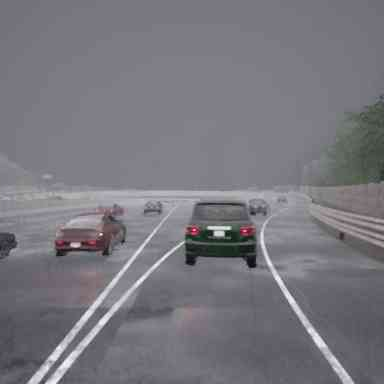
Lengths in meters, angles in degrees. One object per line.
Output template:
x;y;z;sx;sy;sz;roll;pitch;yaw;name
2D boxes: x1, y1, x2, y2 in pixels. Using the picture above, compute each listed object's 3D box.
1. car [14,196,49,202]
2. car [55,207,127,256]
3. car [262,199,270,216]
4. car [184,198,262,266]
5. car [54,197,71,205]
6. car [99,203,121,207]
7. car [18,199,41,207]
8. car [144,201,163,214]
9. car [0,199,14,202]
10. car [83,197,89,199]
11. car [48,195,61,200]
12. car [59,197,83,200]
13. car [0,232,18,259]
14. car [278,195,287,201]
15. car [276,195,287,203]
-21.956;1.684;45.798;1.837;1.490;4.892;0;-1;-1;car
-3.782;1.531;12.973;1.812;1.442;4.674;0;0;-1;car
6.915;1.511;34.652;2.097;1.767;4.553;-1;-1;19;car
1.104;1.237;11.818;2.150;2.045;5.566;0;0;8;car
-29.427;2.057;75.631;2.097;1.767;4.553;0;-1;-1;car
-7.503;1.667;30.583;1.895;1.301;4.718;0;0;-1;car
-29.146;1.979;59.949;1.895;1.301;4.718;0;-1;-1;car
-4.219;1.678;36.962;2.033;1.411;5.357;0;-1;-1;car
-25.443;1.706;45.206;2.033;1.411;5.357;0;-1;-1;car
-25.944;2.233;76.584;1.837;1.490;4.892;0;-1;-1;car
-25.668;1.633;61.193;2.150;2.045;5.566;0;-1;-1;car
-22.176;1.951;61.217;1.812;1.442;4.674;0;-1;-1;car
-7.119;1.537;9.441;2.033;1.411;5.357;0;0;-1;car
22.001;1.426;80.899;1.895;1.301;4.718;0;1;15;car
19.200;1.464;71.118;2.097;1.767;4.553;0;1;16;car
